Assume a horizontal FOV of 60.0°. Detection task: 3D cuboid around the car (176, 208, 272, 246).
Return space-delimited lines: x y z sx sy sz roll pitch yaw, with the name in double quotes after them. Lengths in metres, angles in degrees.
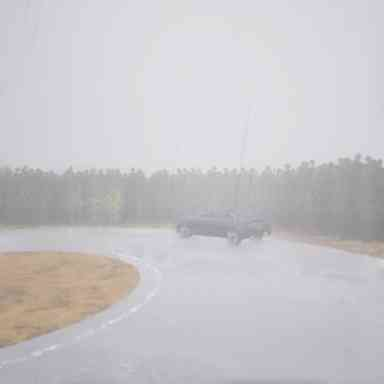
1.311 1.492 15.455 4.902 1.511 2.128 0 0 44 "car"
